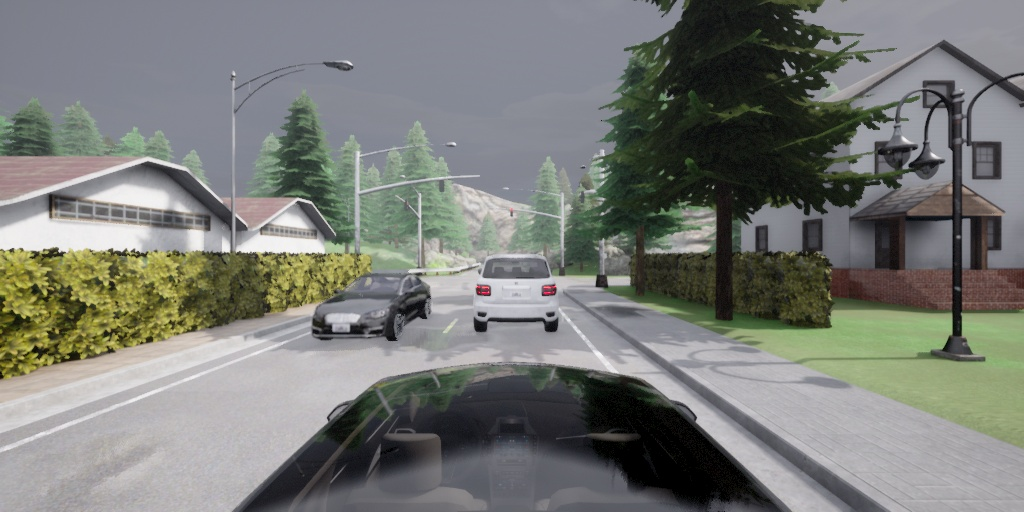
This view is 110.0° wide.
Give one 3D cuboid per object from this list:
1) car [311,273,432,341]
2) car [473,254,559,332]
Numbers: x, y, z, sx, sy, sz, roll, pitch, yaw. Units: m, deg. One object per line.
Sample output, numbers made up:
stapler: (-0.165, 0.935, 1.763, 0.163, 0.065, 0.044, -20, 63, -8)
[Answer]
car: (-3.551, 1.241, 9.945, 2.128, 1.511, 4.902, 0, 0, 1)
car: (0.104, 0.970, 10.964, 2.150, 2.045, 5.566, 0, 0, 0)
